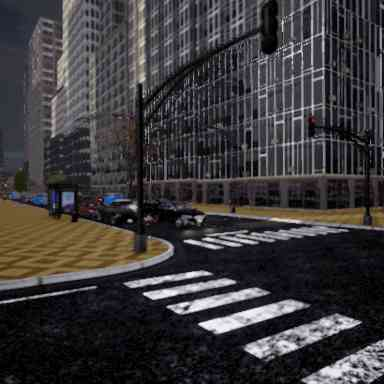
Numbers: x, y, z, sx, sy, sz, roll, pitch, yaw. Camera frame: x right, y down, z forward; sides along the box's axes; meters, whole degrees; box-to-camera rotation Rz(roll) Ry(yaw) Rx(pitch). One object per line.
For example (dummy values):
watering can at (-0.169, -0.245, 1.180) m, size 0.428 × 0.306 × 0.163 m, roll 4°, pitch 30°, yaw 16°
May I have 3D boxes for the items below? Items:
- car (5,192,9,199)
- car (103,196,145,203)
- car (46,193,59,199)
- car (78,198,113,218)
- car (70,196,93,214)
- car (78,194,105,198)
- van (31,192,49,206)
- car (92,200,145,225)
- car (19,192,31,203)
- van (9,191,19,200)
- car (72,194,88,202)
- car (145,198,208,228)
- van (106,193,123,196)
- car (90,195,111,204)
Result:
car at (-40.473, 0.805, 75.390) m, size 1.967 × 1.590 × 4.097 m, roll 0°, pitch 1°, yaw -34°
car at (-6.109, 1.394, 29.677) m, size 1.812 × 1.442 × 4.674 m, roll -1°, pitch 1°, yaw -34°
car at (-33.555, 0.843, 80.118) m, size 2.008 × 1.369 × 4.403 m, roll 0°, pitch 1°, yaw -34°
car at (-8.503, 1.470, 28.403) m, size 1.802 × 1.307 × 4.206 m, roll 0°, pitch 0°, yaw -34°
car at (-11.661, 1.403, 33.128) m, size 1.947 × 1.339 × 4.313 m, roll 0°, pitch 0°, yaw -34°
car at (-11.946, 1.280, 38.227) m, size 1.837 × 1.490 × 4.892 m, roll -1°, pitch 1°, yaw -34°
van at (-21.234, 1.024, 47.233) m, size 1.690 × 1.788 × 3.998 m, roll 0°, pitch 0°, yaw -34°
car at (-5.310, 1.505, 23.698) m, size 1.947 × 1.339 × 4.313 m, roll 0°, pitch 0°, yaw -34°
car at (-27.649, 1.128, 56.620) m, size 2.008 × 1.369 × 4.403 m, roll 0°, pitch 1°, yaw -34°
van at (-37.267, 0.759, 70.697) m, size 1.690 × 1.788 × 3.998 m, roll 0°, pitch 1°, yaw -34°
car at (-20.729, 1.087, 61.348) m, size 1.802 × 1.307 × 4.206 m, roll 0°, pitch 1°, yaw -34°
car at (-0.903, 1.442, 22.055) m, size 2.128 × 1.511 × 4.902 m, roll -1°, pitch 1°, yaw -34°
van at (-11.109, 1.004, 47.267) m, size 1.690 × 1.788 × 3.998 m, roll 0°, pitch 1°, yaw -34°
car at (-14.316, 1.193, 51.962) m, size 1.802 × 1.307 × 4.206 m, roll 0°, pitch 1°, yaw -34°
